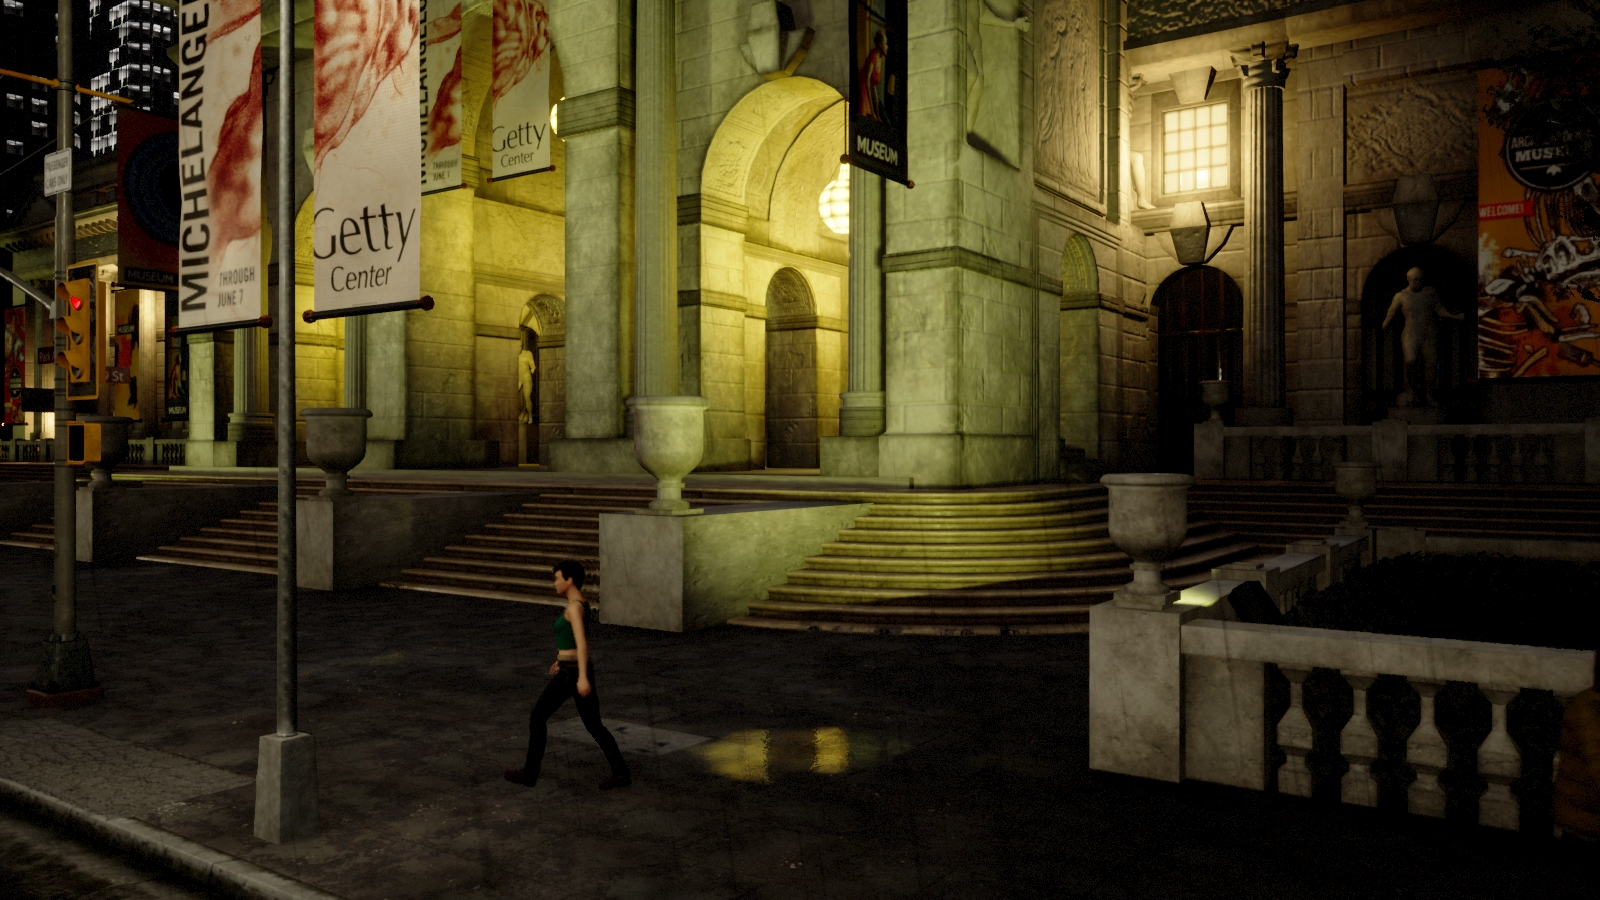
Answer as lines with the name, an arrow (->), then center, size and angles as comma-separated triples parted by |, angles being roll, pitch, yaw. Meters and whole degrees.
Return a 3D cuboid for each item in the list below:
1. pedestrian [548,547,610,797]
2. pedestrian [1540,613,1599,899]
pedestrian -> -1.712, 1.698, 8.861 | 0.375, 1.860, 0.375 | 0, 0, 7
pedestrian -> 3.555, 1.697, 5.123 | 0.375, 1.860, 0.375 | 0, 0, 30
